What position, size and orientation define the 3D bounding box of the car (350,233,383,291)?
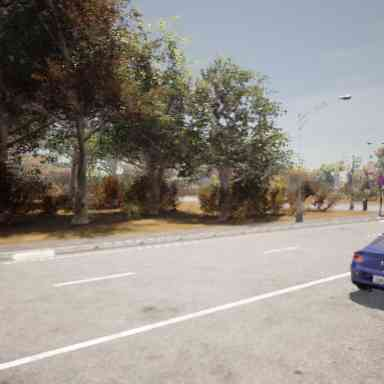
[{"bbox_3d":[5.461,1.504,7.640,4.674,1.442,1.812,0,0,-35],"label":"car"}]
